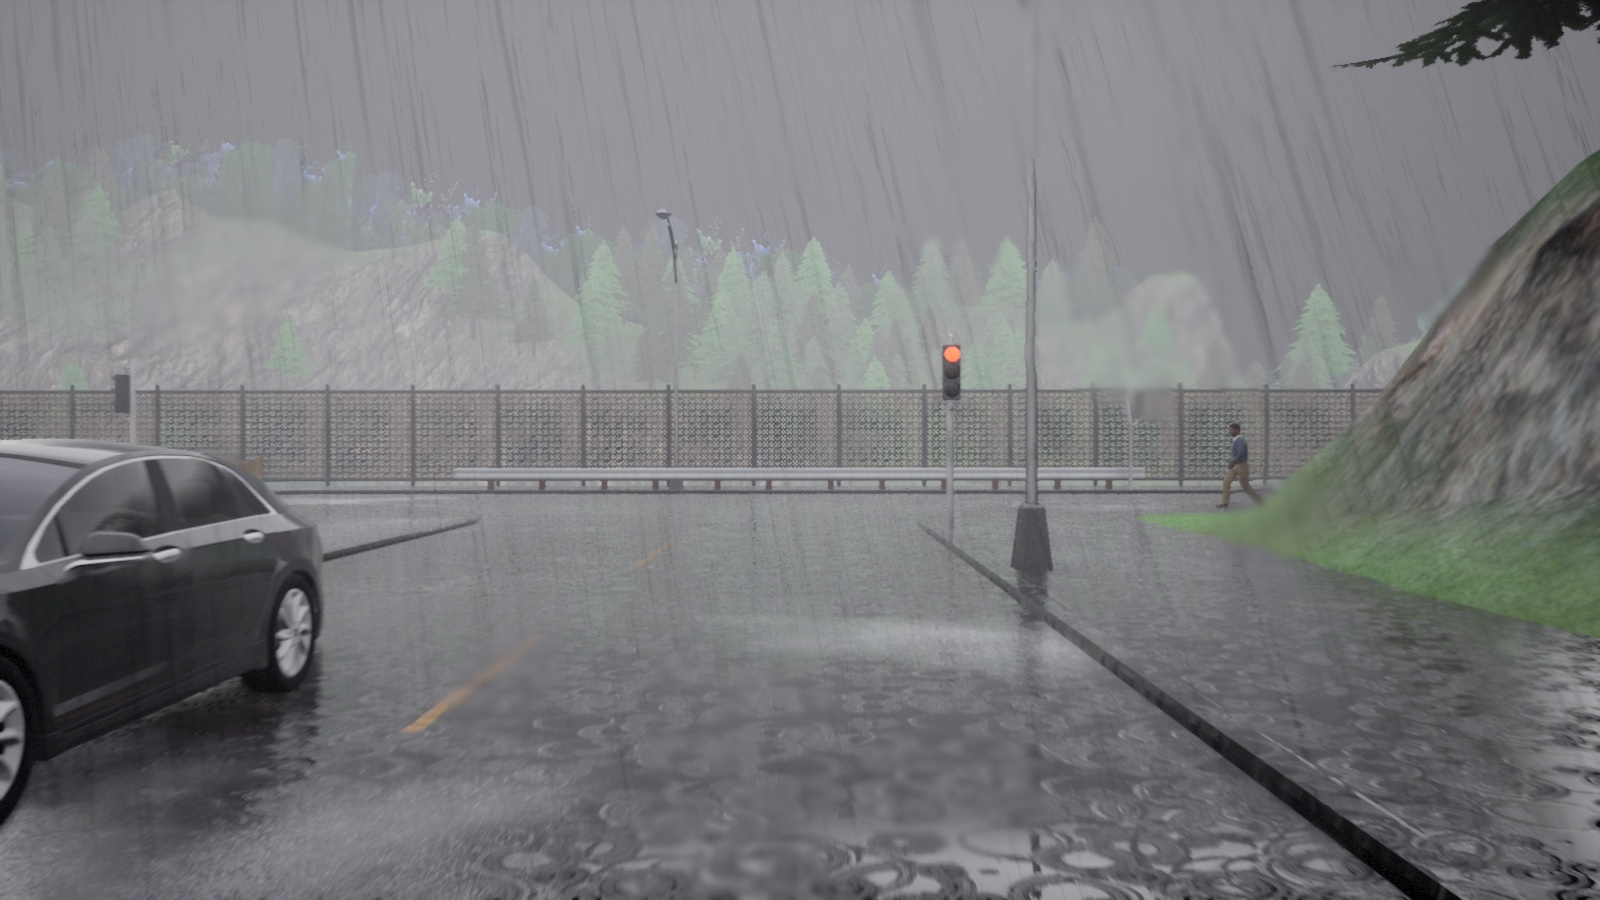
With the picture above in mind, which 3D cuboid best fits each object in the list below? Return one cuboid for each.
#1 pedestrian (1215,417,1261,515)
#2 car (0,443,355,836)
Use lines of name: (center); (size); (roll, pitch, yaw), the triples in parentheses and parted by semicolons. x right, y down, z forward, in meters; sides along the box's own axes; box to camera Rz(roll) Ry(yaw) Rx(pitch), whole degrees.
pedestrian: (8.852, 0.320, 25.387); (0.788, 1.949, 0.423); (0, 0, 0)
car: (-3.950, 0.714, 6.082); (1.837, 1.490, 4.892); (0, 0, 0)
